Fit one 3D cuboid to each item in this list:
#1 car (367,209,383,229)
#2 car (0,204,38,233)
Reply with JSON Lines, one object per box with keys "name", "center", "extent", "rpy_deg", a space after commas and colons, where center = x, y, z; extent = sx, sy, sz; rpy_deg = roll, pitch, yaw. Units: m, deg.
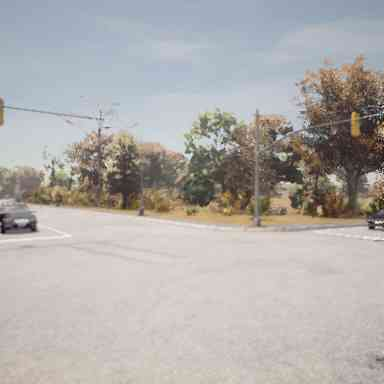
{"name": "car", "center": [13.685, 1.790, 22.375], "extent": [4.892, 1.490, 1.837], "rpy_deg": [2, -1, -35]}
{"name": "car", "center": [-10.579, 1.500, 19.816], "extent": [2.128, 1.511, 4.902], "rpy_deg": [0, 0, -37]}
